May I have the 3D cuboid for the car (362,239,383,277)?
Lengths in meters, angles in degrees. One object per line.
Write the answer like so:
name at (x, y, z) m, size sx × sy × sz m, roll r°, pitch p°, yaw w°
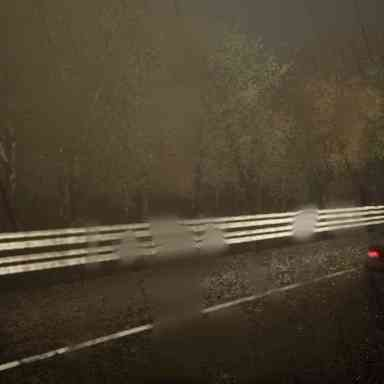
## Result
car at (6.518, 1.461, 8.627) m, size 5.357 × 1.411 × 2.033 m, roll -1°, pitch 0°, yaw -36°
